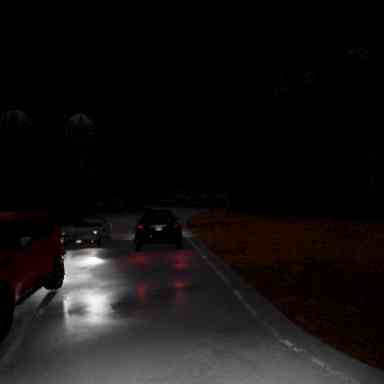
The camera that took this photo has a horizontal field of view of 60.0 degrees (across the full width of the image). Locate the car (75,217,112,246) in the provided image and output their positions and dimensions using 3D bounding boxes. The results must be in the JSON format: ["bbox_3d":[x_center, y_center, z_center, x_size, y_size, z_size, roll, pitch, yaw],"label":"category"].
[{"bbox_3d":[-5.502,2.047,17.720,1.895,1.301,4.718,-1,-1,-6],"label":"car"}]

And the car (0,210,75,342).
[{"bbox_3d":[-4.313,1.453,6.952,2.150,2.045,5.566,-2,-1,-7],"label":"car"}]

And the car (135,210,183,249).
[{"bbox_3d":[-1.677,1.663,16.424,2.097,1.767,4.553,-2,-1,-7],"label":"car"}]
